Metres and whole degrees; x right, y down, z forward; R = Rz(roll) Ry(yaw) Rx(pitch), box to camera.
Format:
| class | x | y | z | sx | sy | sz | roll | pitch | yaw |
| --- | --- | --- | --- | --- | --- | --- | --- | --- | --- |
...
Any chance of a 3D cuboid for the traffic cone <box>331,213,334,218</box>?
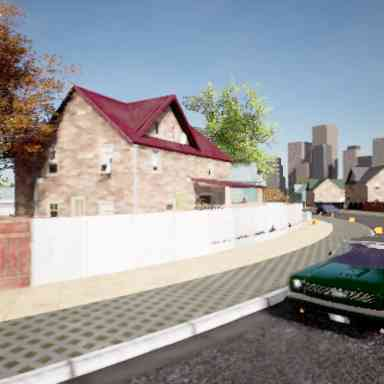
| class | x | y | z | sx | sy | sz | roll | pitch | yaw |
| --- | --- | --- | --- | --- | --- | --- | --- | --- | --- |
| traffic cone | 15.375 | 2.560 | 36.361 | 0.340 | 0.580 | 0.340 | -1 | -2 | 7 |

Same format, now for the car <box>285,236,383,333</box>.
| class | x | y | z | sx | sy | sz | roll | pitch | yaw |
| --- | --- | --- | --- | --- | --- | --- | --- | --- | --- |
| car | 3.782 | 1.641 | 6.712 | 1.895 | 1.301 | 4.718 | -1 | -1 | 44 |

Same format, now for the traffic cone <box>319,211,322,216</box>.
| class | x | y | z | sx | sy | sz | roll | pitch | yaw |
| --- | --- | --- | --- | --- | --- | --- | --- | --- | --- |
| traffic cone | 15.967 | 2.697 | 41.325 | 0.340 | 0.580 | 0.340 | -1 | -2 | 7 |

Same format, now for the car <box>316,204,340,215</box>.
| class | x | y | z | sx | sy | sz | roll | pitch | yaw |
| --- | --- | --- | --- | --- | --- | --- | --- | --- | --- |
| car | 18.697 | 2.401 | 46.012 | 2.033 | 1.411 | 5.357 | -1 | -2 | 7 |
